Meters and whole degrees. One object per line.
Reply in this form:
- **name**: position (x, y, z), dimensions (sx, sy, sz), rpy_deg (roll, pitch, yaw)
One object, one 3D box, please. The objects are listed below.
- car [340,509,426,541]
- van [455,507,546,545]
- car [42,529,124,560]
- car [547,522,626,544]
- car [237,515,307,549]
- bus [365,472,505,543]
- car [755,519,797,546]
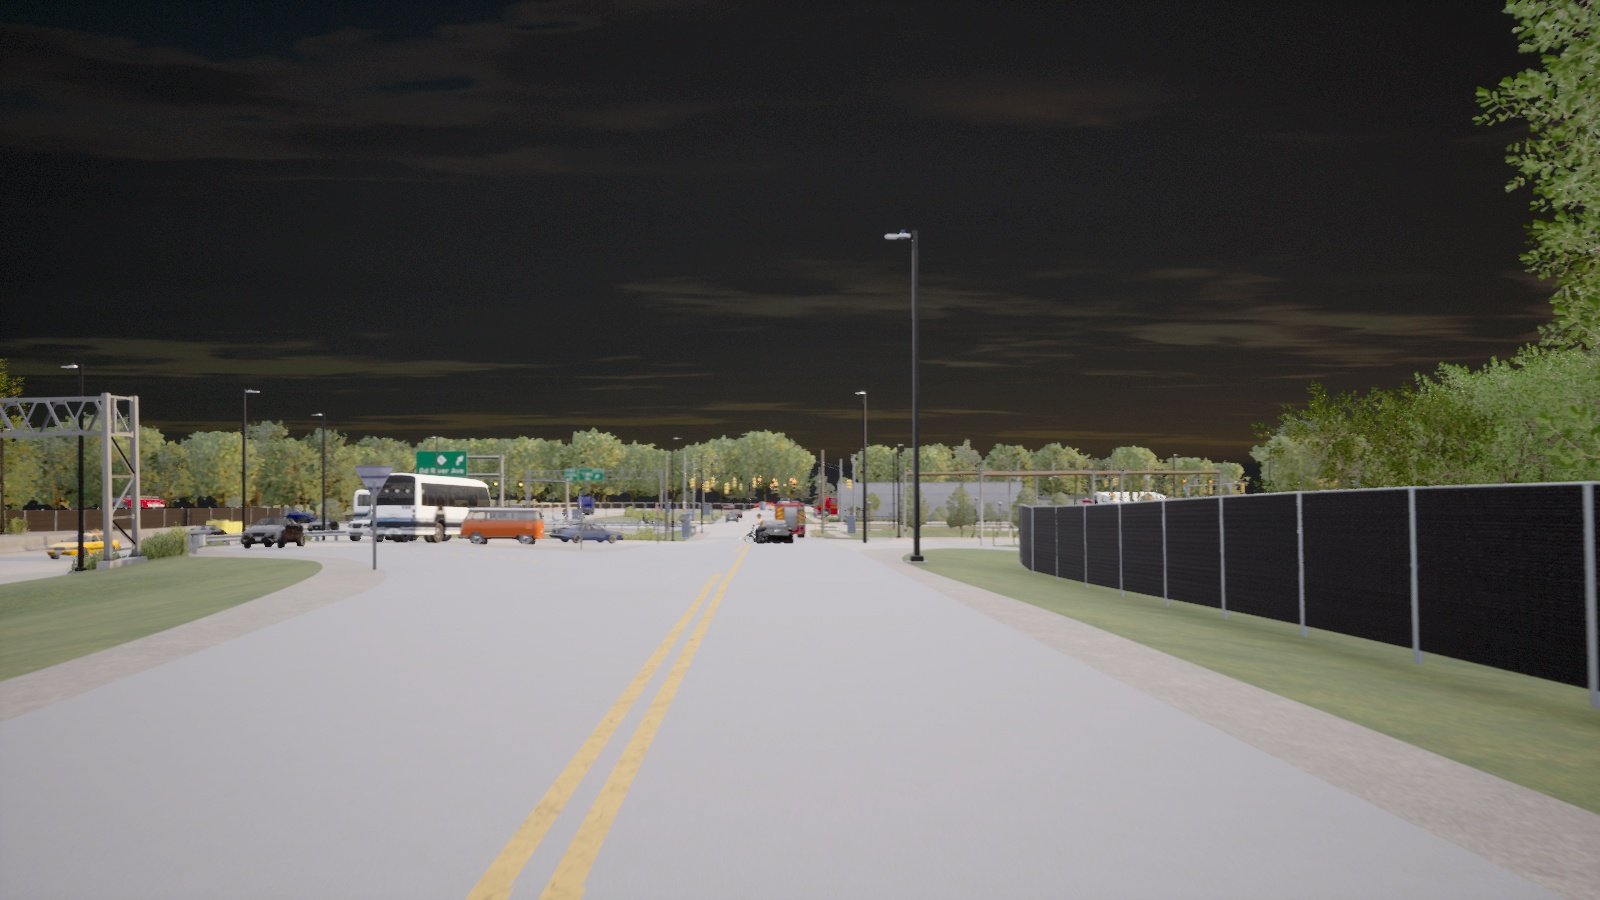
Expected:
- **car**: position (-27.045, 4.877, 81.688), dimensions (2.150, 2.045, 5.566), rpy_deg (-1, -3, 22)
- **van**: position (-15.957, 4.064, 67.052), dimensions (4.442, 1.987, 1.775), rpy_deg (1, -4, -3)
- **car**: position (-41.552, 5.428, 72.941), dimensions (1.801, 1.575, 5.366), rpy_deg (0, -2, -2)
- **car**: position (-15.387, 5.990, 90.657), dimensions (5.357, 1.411, 2.033), rpy_deg (4, -3, -42)
- **car**: position (-24.437, 3.780, 58.270), dimensions (1.816, 1.474, 4.193), rpy_deg (-1, -3, -5)
- **bus**: position (-23.266, 3.792, 80.854), dimensions (3.944, 4.253, 10.273), rpy_deg (0, -4, 13)
- **car**: position (-1.471, 4.903, 74.382), dimensions (2.163, 1.488, 4.792), rpy_deg (0, -5, -5)
